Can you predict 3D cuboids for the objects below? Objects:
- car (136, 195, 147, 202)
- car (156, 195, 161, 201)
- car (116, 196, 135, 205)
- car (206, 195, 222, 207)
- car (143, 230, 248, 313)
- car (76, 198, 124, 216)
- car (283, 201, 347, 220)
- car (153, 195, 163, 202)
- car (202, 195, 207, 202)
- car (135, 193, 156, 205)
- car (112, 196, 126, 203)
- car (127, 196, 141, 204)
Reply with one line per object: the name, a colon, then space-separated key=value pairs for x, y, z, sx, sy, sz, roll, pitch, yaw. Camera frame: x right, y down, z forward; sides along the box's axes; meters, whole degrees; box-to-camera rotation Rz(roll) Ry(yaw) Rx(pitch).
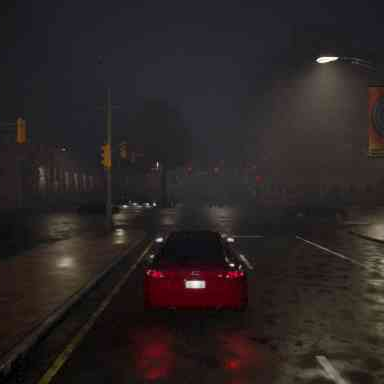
car: x=-11.538 y=1.478 z=76.608 sx=1.882 sy=1.535 sz=5.008 roll=0 pitch=0 yaw=0
car: x=-8.038 y=1.601 z=68.409 sx=1.895 sy=1.301 sz=4.718 roll=0 pitch=0 yaw=0
car: x=-11.610 y=1.564 z=56.895 sx=1.994 sy=1.385 sz=4.181 roll=0 pitch=0 yaw=0
car: x=3.549 y=1.526 z=50.718 sx=1.812 sy=1.442 sz=4.674 roll=0 pitch=0 yaw=1
car: x=0.071 y=1.564 z=7.746 sx=1.994 sy=1.385 sz=4.181 roll=0 pitch=0 yaw=0
car: x=-8.984 y=1.564 z=32.018 sx=4.181 sy=1.385 sz=1.994 roll=0 pitch=0 yaw=-15
car: x=10.102 y=1.477 z=27.466 sx=5.008 sy=1.535 sz=1.882 roll=0 pitch=0 yaw=0
car: x=-8.039 y=1.500 z=78.613 sx=1.837 sy=1.490 sz=4.892 roll=0 pitch=0 yaw=0
car: x=3.462 y=1.524 z=77.656 sx=1.812 sy=1.442 sz=4.674 roll=0 pitch=0 yaw=0
car: x=-8.109 y=1.221 z=58.610 sx=2.150 sy=2.045 sz=5.566 roll=0 pitch=0 yaw=0
car: x=-14.783 y=1.595 z=67.851 sx=1.895 sy=1.301 sz=4.718 roll=0 pitch=0 yaw=0
car: x=-11.559 y=1.564 z=66.189 sx=1.994 sy=1.385 sz=4.181 roll=0 pitch=0 yaw=0
